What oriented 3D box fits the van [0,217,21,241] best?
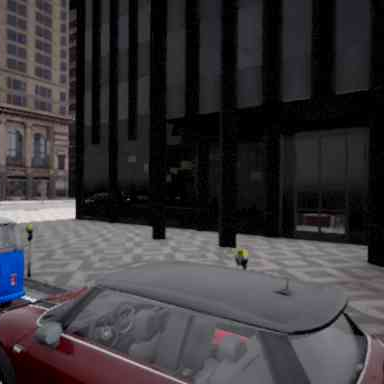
[{"bbox_3d":[-4.925,1.295,6.464,3.998,1.788,1.690,0,0,35],"label":"van"}]

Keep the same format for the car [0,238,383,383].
[{"bbox_3d":[-0.362,1.428,3.216,4.097,1.590,1.967,0,0,35],"label":"car"}]
